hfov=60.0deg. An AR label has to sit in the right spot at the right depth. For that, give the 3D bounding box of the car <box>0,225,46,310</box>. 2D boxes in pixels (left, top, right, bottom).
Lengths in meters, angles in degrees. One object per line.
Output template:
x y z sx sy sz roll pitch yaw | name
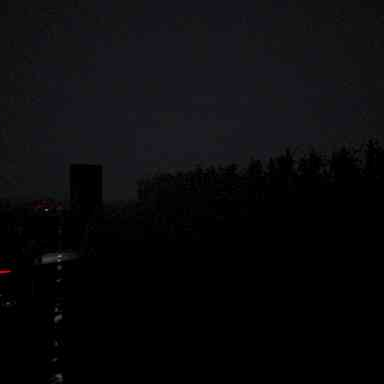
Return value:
-4.447 1.494 7.414 1.837 1.490 4.892 0 0 -21 | car

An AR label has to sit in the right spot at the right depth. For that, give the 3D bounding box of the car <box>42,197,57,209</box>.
-19.471 1.434 45.608 1.812 1.442 4.674 0 0 -21 | car

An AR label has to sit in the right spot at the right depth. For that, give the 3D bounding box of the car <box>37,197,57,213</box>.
-15.714 1.535 36.195 1.895 1.301 4.718 0 0 -21 | car
